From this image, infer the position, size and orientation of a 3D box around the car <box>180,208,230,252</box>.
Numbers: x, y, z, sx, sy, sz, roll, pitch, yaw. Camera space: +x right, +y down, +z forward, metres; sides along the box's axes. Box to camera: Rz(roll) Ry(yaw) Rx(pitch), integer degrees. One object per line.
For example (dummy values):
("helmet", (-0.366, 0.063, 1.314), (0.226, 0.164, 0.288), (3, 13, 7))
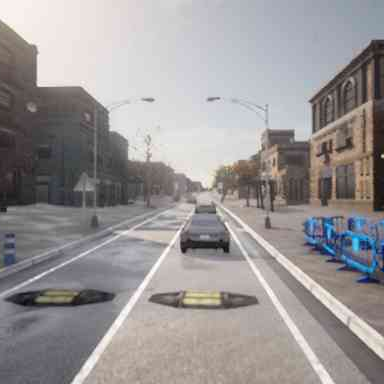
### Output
("car", (0.566, 1.621, 14.246), (1.994, 1.385, 4.181), (0, 0, 3))

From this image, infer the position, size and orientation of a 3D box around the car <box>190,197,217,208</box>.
("car", (1.200, 1.472, 29.197), (2.128, 1.511, 4.902), (0, 0, 3))

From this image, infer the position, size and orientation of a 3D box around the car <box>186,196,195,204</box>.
("car", (-0.039, 1.633, 71.007), (2.097, 1.767, 4.553), (0, 0, 2))
